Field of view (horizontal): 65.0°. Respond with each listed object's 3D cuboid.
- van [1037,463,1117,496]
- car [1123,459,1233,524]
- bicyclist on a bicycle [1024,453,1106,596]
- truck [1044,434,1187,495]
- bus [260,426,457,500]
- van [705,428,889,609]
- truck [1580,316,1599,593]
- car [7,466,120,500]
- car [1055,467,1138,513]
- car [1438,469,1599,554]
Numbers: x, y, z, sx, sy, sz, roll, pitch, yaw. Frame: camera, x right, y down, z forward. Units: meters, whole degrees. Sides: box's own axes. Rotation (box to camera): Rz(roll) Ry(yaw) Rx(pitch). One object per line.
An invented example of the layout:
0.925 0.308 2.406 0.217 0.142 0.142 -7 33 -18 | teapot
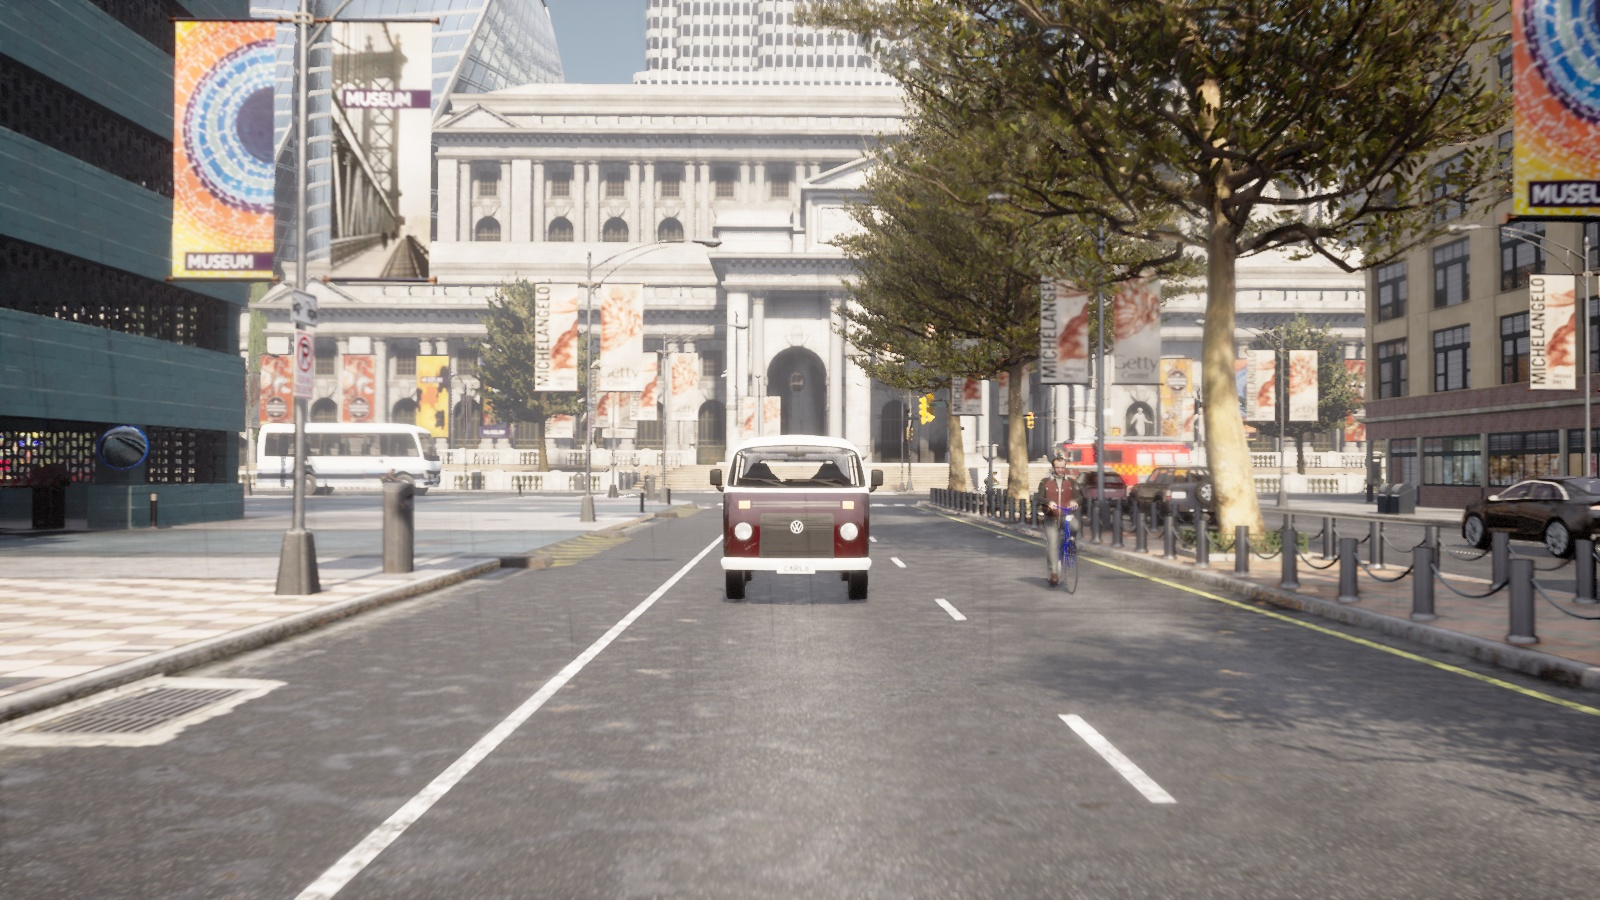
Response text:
16.923 1.784 76.723 4.442 1.987 1.775 0 -1 -11 | van
11.407 1.226 38.225 1.932 1.855 4.605 0 -1 0 | car
3.459 0.948 16.534 0.659 1.776 1.843 0 -1 0 | bicyclist on a bicycle
20.275 0.924 80.977 8.468 3.827 2.891 0 -1 0 | truck
-25.872 0.781 74.038 10.273 4.253 3.944 0 -1 0 | bus
-0.042 0.814 16.467 2.069 2.038 4.480 0 -1 0 | van
11.466 -0.011 12.104 2.891 3.462 7.936 0 -1 0 | truck
-44.883 1.996 76.639 5.566 2.045 2.150 0 -1 -10 | car
11.334 1.508 48.288 2.033 1.649 4.856 0 -1 0 | car
14.939 1.127 24.837 2.128 1.511 4.902 0 -1 0 | car
